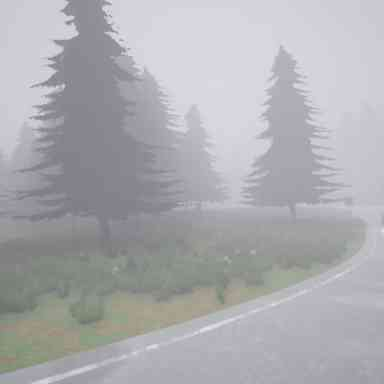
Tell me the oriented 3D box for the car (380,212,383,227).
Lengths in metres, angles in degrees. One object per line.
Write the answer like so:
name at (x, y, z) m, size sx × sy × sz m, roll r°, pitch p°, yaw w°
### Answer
car at (17.757, 2.172, 29.232) m, size 1.882 × 1.535 × 5.008 m, roll -3°, pitch -3°, yaw 28°
